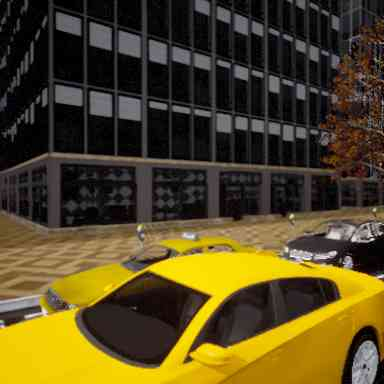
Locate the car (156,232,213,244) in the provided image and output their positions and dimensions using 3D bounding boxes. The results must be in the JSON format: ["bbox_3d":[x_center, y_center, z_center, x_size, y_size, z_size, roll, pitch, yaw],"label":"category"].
[{"bbox_3d":[-0.244,1.501,6.387,4.829,1.417,1.752,-1,1,-36],"label":"car"}]

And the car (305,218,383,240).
[{"bbox_3d":[4.527,1.484,9.796,4.403,1.369,2.008,-1,1,-36],"label":"car"}]

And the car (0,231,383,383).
[{"bbox_3d":[0.144,1.463,3.484,5.008,1.535,1.882,-1,0,-36],"label":"car"}]
